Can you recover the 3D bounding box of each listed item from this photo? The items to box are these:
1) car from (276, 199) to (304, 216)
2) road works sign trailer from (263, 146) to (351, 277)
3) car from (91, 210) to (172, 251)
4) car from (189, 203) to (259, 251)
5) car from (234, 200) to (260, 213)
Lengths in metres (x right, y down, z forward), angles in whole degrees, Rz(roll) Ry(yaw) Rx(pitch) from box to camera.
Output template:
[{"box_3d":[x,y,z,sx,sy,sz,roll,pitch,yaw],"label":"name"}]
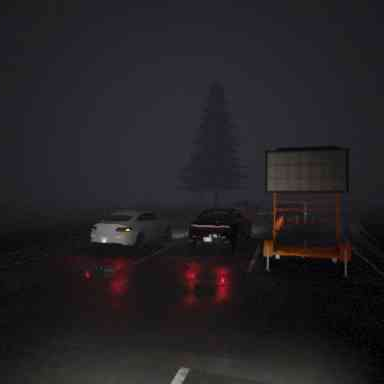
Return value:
[{"box_3d":[9.236,1.395,31.291,1.812,1.442,4.674,0,0,31],"label":"car"},{"box_3d":[3.509,0.421,10.292,2.380,3.560,2.880,0,0,19],"label":"road works sign trailer"},{"box_3d":[-2.387,1.468,13.949,1.812,1.442,4.674,0,0,18],"label":"car"},{"box_3d":[1.330,1.433,14.026,2.128,1.511,4.902,0,0,18],"label":"car"},{"box_3d":[4.757,1.437,30.471,1.994,1.385,4.181,0,0,29],"label":"car"}]
